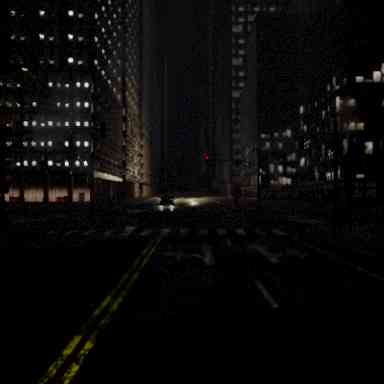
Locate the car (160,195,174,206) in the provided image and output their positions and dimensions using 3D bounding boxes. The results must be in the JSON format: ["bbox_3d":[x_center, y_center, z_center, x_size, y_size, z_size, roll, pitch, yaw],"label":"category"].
[{"bbox_3d":[-3.895,1.215,52.158,2.097,1.767,4.553,0,0,-1],"label":"car"}]
